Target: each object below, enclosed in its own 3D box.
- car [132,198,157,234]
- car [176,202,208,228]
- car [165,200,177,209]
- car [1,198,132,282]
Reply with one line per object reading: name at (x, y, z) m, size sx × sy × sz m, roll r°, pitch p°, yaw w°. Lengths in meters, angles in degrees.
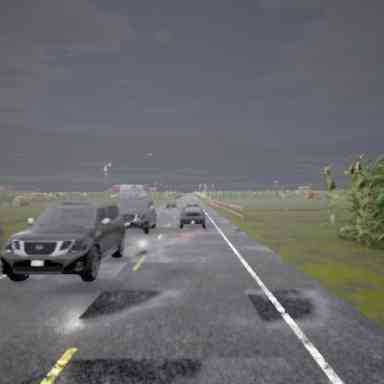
car at (-3.537, 1.442, 21.285) m, size 2.150 × 2.045 × 5.566 m, roll 0°, pitch -1°, yaw 1°
car at (0.073, 1.758, 24.471) m, size 1.837 × 1.490 × 4.892 m, roll 0°, pitch 0°, yaw 1°
car at (-3.516, 2.096, 57.248) m, size 2.033 × 1.411 × 5.357 m, roll 0°, pitch 0°, yaw 1°
car at (-3.586, 1.334, 10.514) m, size 2.150 × 2.045 × 5.566 m, roll 0°, pitch -1°, yaw 0°
